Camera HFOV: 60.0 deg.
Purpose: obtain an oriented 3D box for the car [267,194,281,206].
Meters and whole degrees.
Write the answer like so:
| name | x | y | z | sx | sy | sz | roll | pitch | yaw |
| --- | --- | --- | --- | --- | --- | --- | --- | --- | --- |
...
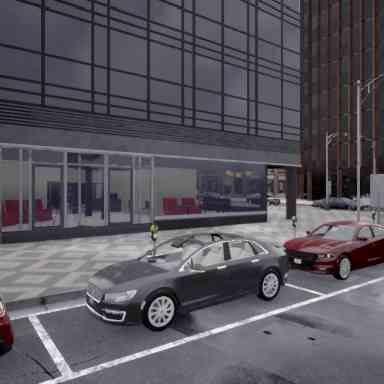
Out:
| name | x | y | z | sx | sy | sz | roll | pitch | yaw |
| --- | --- | --- | --- | --- | --- | --- | --- | --- | --- |
| car | 9.002 | 0.961 | 42.155 | 1.837 | 1.490 | 4.892 | 0 | 1 | -36 |

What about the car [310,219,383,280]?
| name | x | y | z | sx | sy | sz | roll | pitch | yaw |
| --- | --- | --- | --- | --- | --- | --- | --- | --- | --- |
| car | 4.564 | 1.545 | 9.912 | 4.507 | 1.381 | 1.887 | 0 | 0 | -36 |

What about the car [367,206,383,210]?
| name | x | y | z | sx | sy | sz | roll | pitch | yaw |
| --- | --- | --- | --- | --- | --- | --- | --- | --- | --- |
| car | 9.005 | 1.441 | 13.084 | 4.097 | 1.590 | 1.967 | 0 | 0 | -36 |

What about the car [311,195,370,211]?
| name | x | y | z | sx | sy | sz | roll | pitch | yaw |
| --- | --- | --- | --- | --- | --- | --- | --- | --- | --- |
| car | 14.933 | 1.203 | 33.792 | 2.033 | 1.411 | 5.357 | 0 | 1 | -41 |

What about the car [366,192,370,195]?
| name | x | y | z | sx | sy | sz | roll | pitch | yaw |
| --- | --- | --- | --- | --- | --- | --- | --- | --- | --- |
| car | 18.932 | 0.921 | 33.800 | 2.150 | 2.045 | 5.566 | 0 | 1 | -36 |

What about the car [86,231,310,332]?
| name | x | y | z | sx | sy | sz | roll | pitch | yaw |
| --- | --- | --- | --- | --- | --- | --- | --- | --- | --- |
| car | 0.123 | 1.551 | 6.741 | 4.403 | 1.369 | 2.008 | 0 | 0 | -36 |

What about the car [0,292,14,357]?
| name | x | y | z | sx | sy | sz | roll | pitch | yaw |
| --- | --- | --- | --- | --- | --- | --- | --- | --- | --- |
| car | -4.318 | 1.440 | 3.570 | 4.097 | 1.590 | 1.967 | 0 | 0 | -36 |
